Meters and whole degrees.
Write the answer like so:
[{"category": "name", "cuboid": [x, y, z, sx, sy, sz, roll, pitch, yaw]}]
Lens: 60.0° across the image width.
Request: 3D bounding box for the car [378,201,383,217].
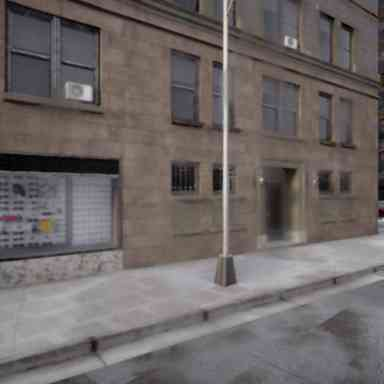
[{"category": "car", "cuboid": [16.453, 1.483, 29.210, 1.967, 1.590, 4.097, 0, 0, -35]}]
